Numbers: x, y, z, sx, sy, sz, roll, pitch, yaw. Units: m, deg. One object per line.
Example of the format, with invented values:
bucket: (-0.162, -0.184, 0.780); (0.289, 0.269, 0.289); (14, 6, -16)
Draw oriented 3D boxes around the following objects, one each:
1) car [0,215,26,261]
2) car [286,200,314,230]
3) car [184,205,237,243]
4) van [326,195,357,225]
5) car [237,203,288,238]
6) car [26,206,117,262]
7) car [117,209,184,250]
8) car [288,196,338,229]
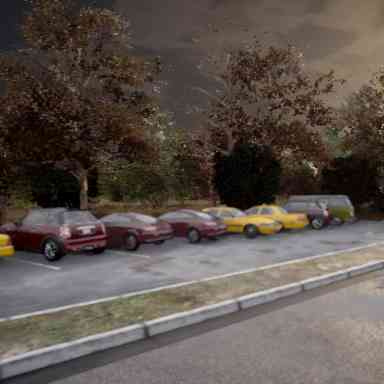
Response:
car: (-7.865, 1.502, 10.761); (5.366, 1.575, 1.946); (-1, 0, 35)
car: (4.020, 1.471, 19.587); (5.366, 1.575, 1.946); (-1, 0, 33)
car: (-0.546, 1.524, 15.911); (4.674, 1.452, 2.002); (-1, 0, 33)
van: (8.954, 1.232, 23.058); (4.442, 1.987, 1.878); (-1, -1, 32)
car: (1.977, 1.472, 17.598); (5.366, 1.575, 1.946); (-1, -1, 33)
car: (-5.288, 1.371, 12.378); (4.553, 1.767, 2.185); (-1, 0, 34)
car: (-2.921, 1.530, 14.144); (4.674, 1.452, 2.002); (-1, 0, 34)
car: (6.548, 1.339, 21.276); (4.553, 1.767, 2.185); (-1, 0, 33)
